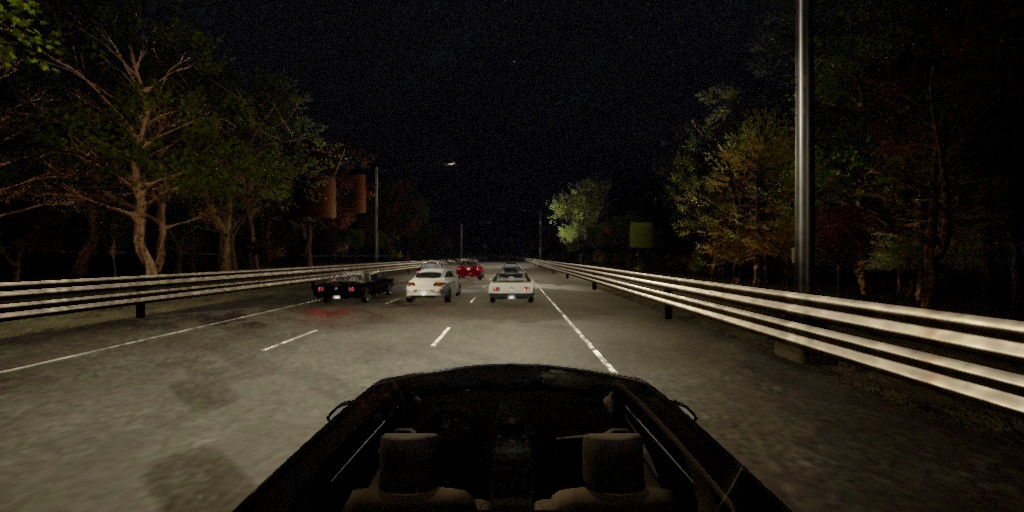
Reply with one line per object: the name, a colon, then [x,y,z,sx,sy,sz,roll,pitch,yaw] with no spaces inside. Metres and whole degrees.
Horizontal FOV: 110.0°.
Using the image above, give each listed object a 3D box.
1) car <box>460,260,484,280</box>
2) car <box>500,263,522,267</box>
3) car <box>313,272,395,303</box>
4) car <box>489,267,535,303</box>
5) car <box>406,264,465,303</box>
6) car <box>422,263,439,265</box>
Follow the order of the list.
car: [-3.590,1.114,31.555,2.097,1.767,4.553,0,0,0]
car: [-0.090,1.320,31.606,1.994,1.385,4.181,0,0,0]
car: [-7.023,1.365,16.589,1.895,1.301,4.718,0,0,0]
car: [-0.023,1.366,16.610,1.895,1.301,4.718,0,0,0]
car: [-3.522,1.282,16.569,1.812,1.442,4.674,0,0,0]
car: [-7.090,1.311,31.564,2.033,1.411,5.357,0,0,0]
